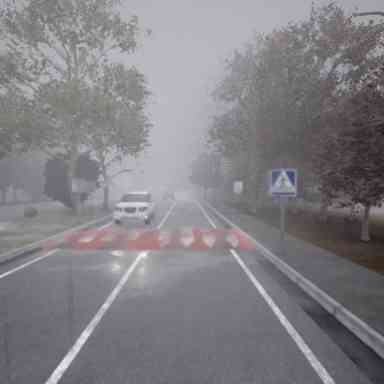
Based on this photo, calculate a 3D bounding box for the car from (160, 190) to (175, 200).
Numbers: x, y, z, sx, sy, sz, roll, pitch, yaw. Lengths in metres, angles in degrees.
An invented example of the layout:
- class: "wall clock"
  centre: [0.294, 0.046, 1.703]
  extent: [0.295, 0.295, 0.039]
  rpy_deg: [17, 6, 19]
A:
- class: "car"
  centre: [-4.388, 0.550, 63.346]
  extent: [2.150, 2.045, 5.566]
  rpy_deg: [0, 0, -1]

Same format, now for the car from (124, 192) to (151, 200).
- class: "car"
  centre: [-11.396, 0.833, 70.044]
  extent: [5.366, 1.575, 1.946]
  rpy_deg: [0, -1, -1]

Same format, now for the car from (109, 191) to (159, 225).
- class: "car"
  centre: [-3.690, 0.980, 22.260]
  extent: [2.150, 2.045, 5.566]
  rpy_deg: [0, 1, -1]

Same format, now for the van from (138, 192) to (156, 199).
- class: "van"
  centre: [-12.055, 0.953, 89.454]
  extent: [4.442, 1.987, 1.878]
  rpy_deg: [0, -1, -1]

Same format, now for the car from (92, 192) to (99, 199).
- class: "car"
  centre: [-24.793, 0.672, 75.566]
  extent: [5.566, 2.045, 2.435]
  rpy_deg: [0, -1, -1]

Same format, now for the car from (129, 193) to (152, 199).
- class: "car"
  centre: [-11.690, 0.909, 75.580]
  extent: [5.008, 1.535, 2.097]
  rpy_deg: [0, -1, -1]

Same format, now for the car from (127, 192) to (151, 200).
- class: "car"
  centre: [-11.638, 0.870, 72.809]
  extent: [4.892, 1.521, 2.231]
  rpy_deg: [0, -1, -1]

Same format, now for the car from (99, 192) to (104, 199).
- class: "car"
  centre: [-24.860, 1.028, 81.096]
  extent: [4.892, 1.521, 2.231]
  rpy_deg: [0, -1, -1]

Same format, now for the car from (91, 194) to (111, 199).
- class: "car"
  centre: [-25.065, 1.251, 92.174]
  extent: [5.008, 1.535, 2.097]
  rpy_deg: [0, -1, -1]

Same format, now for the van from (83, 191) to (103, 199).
- class: "van"
  centre: [-25.035, 0.858, 83.868]
  extent: [4.442, 1.987, 1.878]
  rpy_deg: [0, -1, -1]

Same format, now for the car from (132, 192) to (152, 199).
- class: "car"
  centre: [-11.766, 0.832, 78.358]
  extent: [4.553, 1.767, 2.185]
  rpy_deg: [0, -1, -1]

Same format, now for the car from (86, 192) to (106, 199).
- class: "car"
  centre: [-24.937, 1.013, 86.637]
  extent: [4.553, 1.767, 2.185]
  rpy_deg: [0, -1, -1]

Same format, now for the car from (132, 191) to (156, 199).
- class: "car"
  centre: [-11.757, 0.760, 81.132]
  extent: [5.566, 2.045, 2.435]
  rpy_deg: [0, -1, -1]
